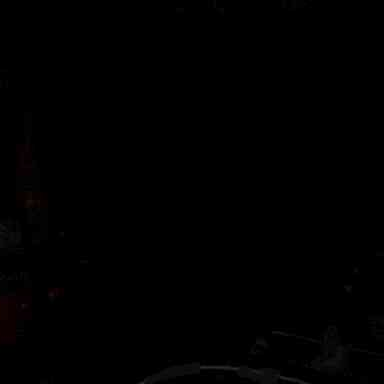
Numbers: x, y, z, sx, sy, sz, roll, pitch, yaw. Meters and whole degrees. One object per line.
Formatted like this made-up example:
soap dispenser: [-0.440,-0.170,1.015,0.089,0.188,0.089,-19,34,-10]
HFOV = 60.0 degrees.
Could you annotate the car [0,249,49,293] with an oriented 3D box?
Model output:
car: [-3.829,1.594,5.515,4.206,1.307,1.802,0,1,35]

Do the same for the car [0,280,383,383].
car: [0.689,1.552,2.300,4.403,1.369,2.008,0,1,35]
